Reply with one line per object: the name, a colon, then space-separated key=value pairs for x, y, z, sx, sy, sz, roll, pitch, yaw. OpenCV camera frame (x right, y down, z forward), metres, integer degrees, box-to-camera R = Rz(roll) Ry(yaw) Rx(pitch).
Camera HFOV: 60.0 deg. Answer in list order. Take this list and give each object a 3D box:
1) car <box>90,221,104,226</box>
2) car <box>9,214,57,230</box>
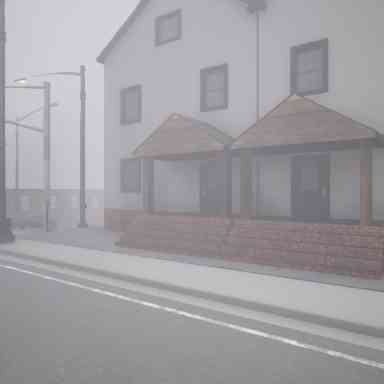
car: x=-8.969 y=3.820 z=36.408 sx=2.097 sy=1.767 sz=4.553 roll=0 pitch=-12 yaw=35
car: x=-14.069 y=2.655 z=29.317 sx=1.994 sy=1.385 sz=4.181 roll=0 pitch=-9 yaw=36
